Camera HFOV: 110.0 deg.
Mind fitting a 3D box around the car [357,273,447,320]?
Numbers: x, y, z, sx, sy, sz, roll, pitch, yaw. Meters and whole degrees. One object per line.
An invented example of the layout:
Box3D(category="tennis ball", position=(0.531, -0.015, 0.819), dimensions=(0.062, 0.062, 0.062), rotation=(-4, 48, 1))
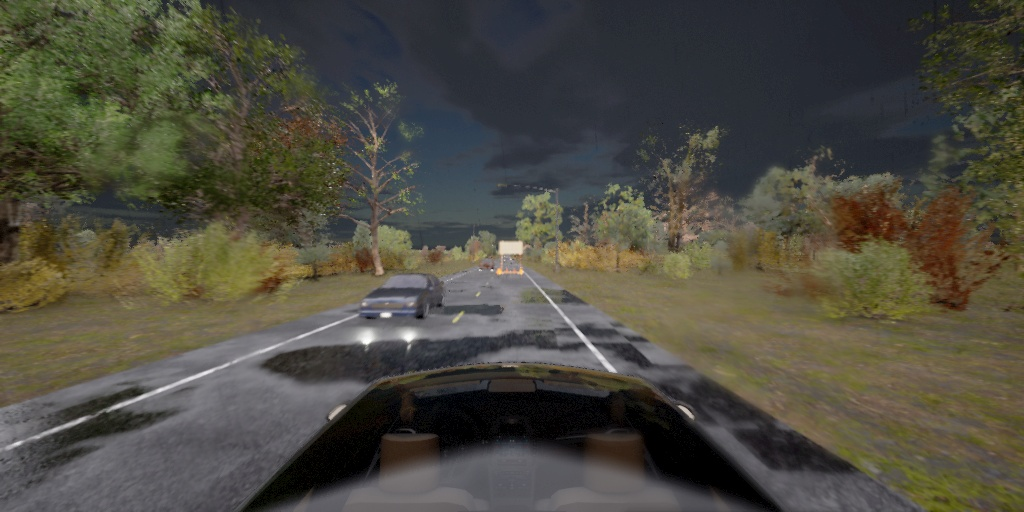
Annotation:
Box3D(category="car", position=(-3.610, 1.312, 12.946), dimensions=(2.033, 1.411, 5.357), rotation=(0, 0, 0))

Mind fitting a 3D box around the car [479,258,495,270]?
Box3D(category="car", position=(-3.822, 1.164, 55.316), dimensions=(2.097, 1.767, 4.553), rotation=(0, 0, 0))

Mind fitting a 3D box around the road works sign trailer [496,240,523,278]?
Box3D(category="road works sign trailer", position=(-0.101, 0.251, 34.414), dimensions=(2.380, 3.560, 2.880), rotation=(0, 0, 1))
